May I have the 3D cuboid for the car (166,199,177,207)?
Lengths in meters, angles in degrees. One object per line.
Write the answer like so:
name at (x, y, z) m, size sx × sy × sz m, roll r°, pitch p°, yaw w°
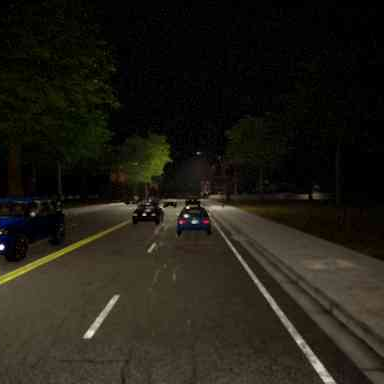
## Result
car at (-3.129, 1.673, 49.269) m, size 1.895 × 1.301 × 4.718 m, roll 0°, pitch 0°, yaw 0°

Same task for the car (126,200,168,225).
car at (-3.138, 1.558, 24.443) m, size 2.033 × 1.411 × 5.357 m, roll 0°, pitch 0°, yaw 0°

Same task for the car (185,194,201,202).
car at (0.122, 1.292, 48.983) m, size 2.150 × 2.045 × 5.566 m, roll 0°, pitch 0°, yaw 0°

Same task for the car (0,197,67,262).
car at (-6.596, 1.224, 12.480) m, size 2.150 × 2.045 × 5.566 m, roll 0°, pitch 0°, yaw 0°

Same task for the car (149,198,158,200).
car at (-6.476, 1.698, 55.632) m, size 1.994 × 1.385 × 4.181 m, roll 0°, pitch 0°, yaw 0°

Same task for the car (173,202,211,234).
car at (0.108, 1.553, 19.226) m, size 2.033 × 1.411 × 5.357 m, roll 0°, pitch 0°, yaw 0°

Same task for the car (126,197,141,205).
car at (-9.726, 1.536, 55.633) m, size 2.128 × 1.511 × 4.902 m, roll 0°, pitch 0°, yaw 0°
